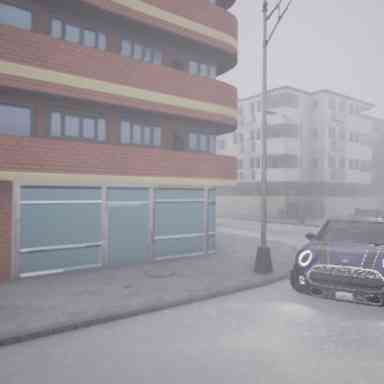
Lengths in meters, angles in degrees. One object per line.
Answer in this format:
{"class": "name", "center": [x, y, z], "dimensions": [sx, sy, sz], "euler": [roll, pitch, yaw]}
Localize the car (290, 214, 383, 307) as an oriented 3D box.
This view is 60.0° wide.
{"class": "car", "center": [4.073, 1.415, 8.294], "dimensions": [2.097, 1.767, 4.553], "euler": [0, -1, 31]}
